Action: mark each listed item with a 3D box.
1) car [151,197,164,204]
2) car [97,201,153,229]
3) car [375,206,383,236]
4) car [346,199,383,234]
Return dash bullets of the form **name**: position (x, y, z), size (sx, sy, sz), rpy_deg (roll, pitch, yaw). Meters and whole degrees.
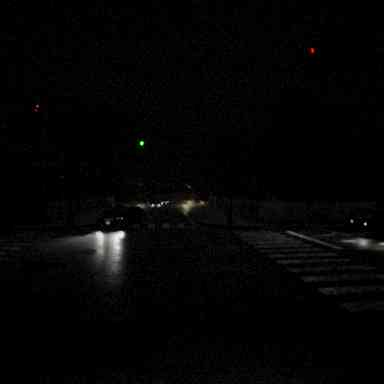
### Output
- **car**: position (-7.071, 1.716, 65.287), size (1.994, 1.385, 4.181), rpy_deg (0, 0, -2)
- **car**: position (-4.562, 1.556, 22.194), size (2.128, 1.511, 4.902), rpy_deg (0, 0, 10)
- **car**: position (11.147, 1.499, 14.868), size (4.674, 1.442, 1.812), rpy_deg (0, -1, -1)
- **car**: position (11.466, 1.226, 18.130), size (5.566, 2.045, 2.150), rpy_deg (0, -1, 0)
